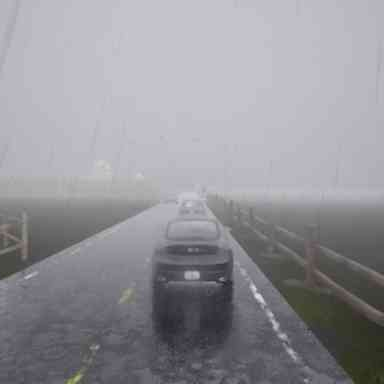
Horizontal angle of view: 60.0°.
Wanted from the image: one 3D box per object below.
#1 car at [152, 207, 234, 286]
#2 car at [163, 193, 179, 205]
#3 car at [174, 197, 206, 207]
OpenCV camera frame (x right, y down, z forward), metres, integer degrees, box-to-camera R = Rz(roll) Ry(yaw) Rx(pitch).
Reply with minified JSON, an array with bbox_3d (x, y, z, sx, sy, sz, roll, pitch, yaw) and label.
[{"bbox_3d":[0.042,1.394,9.097,1.837,1.490,4.892,0,1,1],"label":"car"},{"bbox_3d":[-2.842,0.958,45.582,1.837,1.490,4.892,0,0,0],"label":"car"},{"bbox_3d":[0.035,1.262,23.584,2.033,1.411,5.357,0,1,0],"label":"car"}]
